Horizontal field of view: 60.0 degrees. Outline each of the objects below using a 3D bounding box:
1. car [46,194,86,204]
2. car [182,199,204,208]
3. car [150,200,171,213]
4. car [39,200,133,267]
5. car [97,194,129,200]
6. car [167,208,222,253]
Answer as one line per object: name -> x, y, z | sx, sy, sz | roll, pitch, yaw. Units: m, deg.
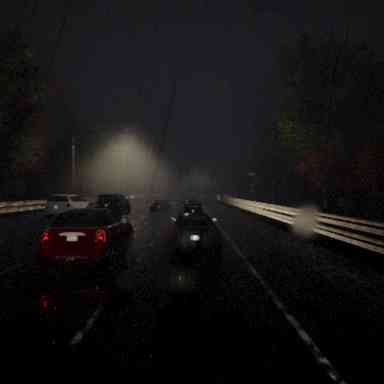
car -> -10.405, 1.192, 28.087 | 2.150, 2.045, 5.566 | 0, 0, 0
car -> 0.094, 1.472, 33.504 | 1.837, 1.490, 4.892 | 0, 1, 0
car -> -3.406, 1.527, 36.365 | 1.994, 1.385, 4.181 | 0, 0, 0
car -> -3.403, 1.338, 11.559 | 2.097, 1.767, 4.553 | 0, 0, 0
car -> -6.905, 1.192, 29.449 | 2.150, 2.045, 5.566 | 0, 0, 0
car -> 0.096, 1.550, 13.538 | 1.994, 1.385, 4.181 | 0, 0, 0
